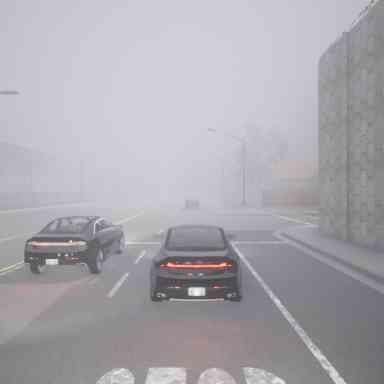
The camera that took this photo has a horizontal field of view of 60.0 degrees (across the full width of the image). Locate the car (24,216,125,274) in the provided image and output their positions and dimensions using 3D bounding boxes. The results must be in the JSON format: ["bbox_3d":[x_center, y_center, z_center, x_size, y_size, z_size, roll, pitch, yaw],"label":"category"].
[{"bbox_3d":[-3.428,1.492,10.546,2.128,1.511,4.902,0,0,0],"label":"car"}]

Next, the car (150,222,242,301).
[{"bbox_3d":[0.079,1.505,8.277,1.837,1.490,4.892,0,0,0],"label":"car"}]

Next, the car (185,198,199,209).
[{"bbox_3d":[-0.016,1.491,44.231,2.128,1.511,4.902,0,0,0],"label":"car"}]
